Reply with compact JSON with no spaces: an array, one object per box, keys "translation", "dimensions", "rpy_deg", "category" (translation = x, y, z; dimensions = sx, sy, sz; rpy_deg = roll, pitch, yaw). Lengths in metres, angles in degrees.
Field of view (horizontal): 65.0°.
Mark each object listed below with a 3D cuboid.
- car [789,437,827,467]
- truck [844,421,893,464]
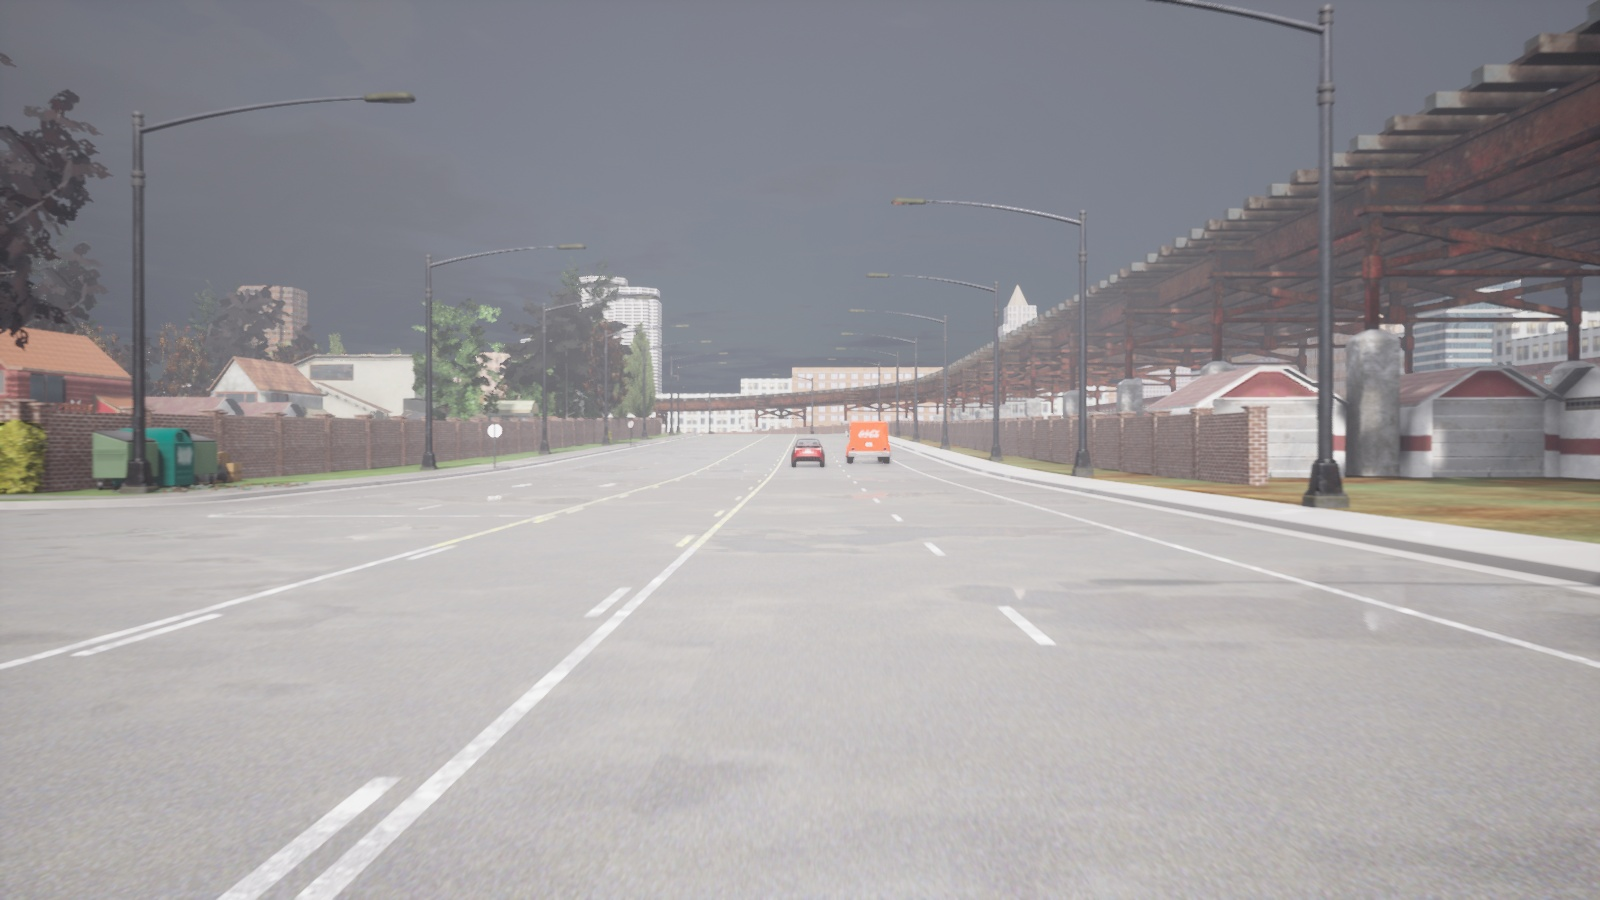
[{"translation":[0.442,0.087,68.547],"dimensions":[2.007,1.525,4.514],"rpy_deg":[0,1,0],"category":"car"},{"translation":[3.979,-0.491,74.264],"dimensions":[2.627,2.467,5.204],"rpy_deg":[0,2,0],"category":"truck"}]
